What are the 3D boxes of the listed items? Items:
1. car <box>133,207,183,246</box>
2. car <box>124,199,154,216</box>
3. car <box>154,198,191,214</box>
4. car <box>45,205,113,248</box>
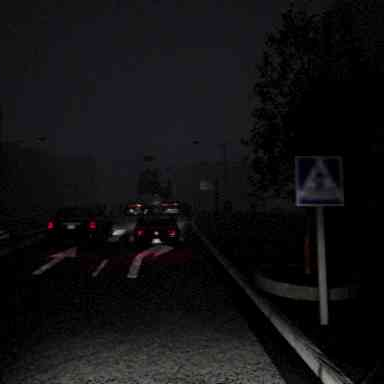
[{"bbox_3d":[-1.590,1.613,15.196,1.895,1.301,4.718,0,0,-5],"label":"car"},{"bbox_3d":[-4.599,1.388,30.373,1.837,1.490,4.892,-1,-2,11],"label":"car"},{"bbox_3d":[-1.412,1.295,29.731,2.128,1.511,4.902,-1,-1,11],"label":"car"},{"bbox_3d":[-4.818,1.346,14.830,2.097,1.767,4.553,0,0,-5],"label":"car"}]
